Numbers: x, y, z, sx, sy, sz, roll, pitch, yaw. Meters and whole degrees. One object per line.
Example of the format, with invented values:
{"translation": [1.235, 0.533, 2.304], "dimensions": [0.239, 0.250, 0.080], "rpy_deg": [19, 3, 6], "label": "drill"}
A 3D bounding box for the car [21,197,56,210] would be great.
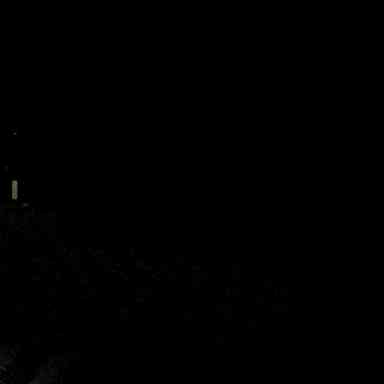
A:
{"translation": [-19.139, 1.355, 41.652], "dimensions": [1.967, 1.590, 4.097], "rpy_deg": [0, 0, 36], "label": "car"}
